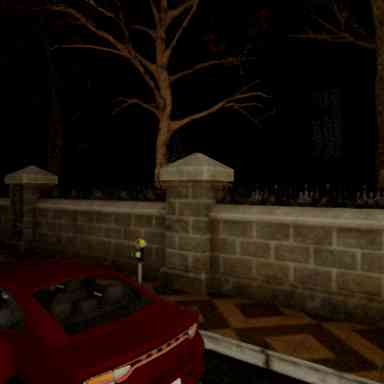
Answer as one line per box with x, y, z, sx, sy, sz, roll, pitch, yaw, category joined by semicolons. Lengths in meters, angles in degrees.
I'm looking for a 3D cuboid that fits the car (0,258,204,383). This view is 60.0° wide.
-1.979;1.527;4.134;4.507;1.381;1.887;0;0;36;car
